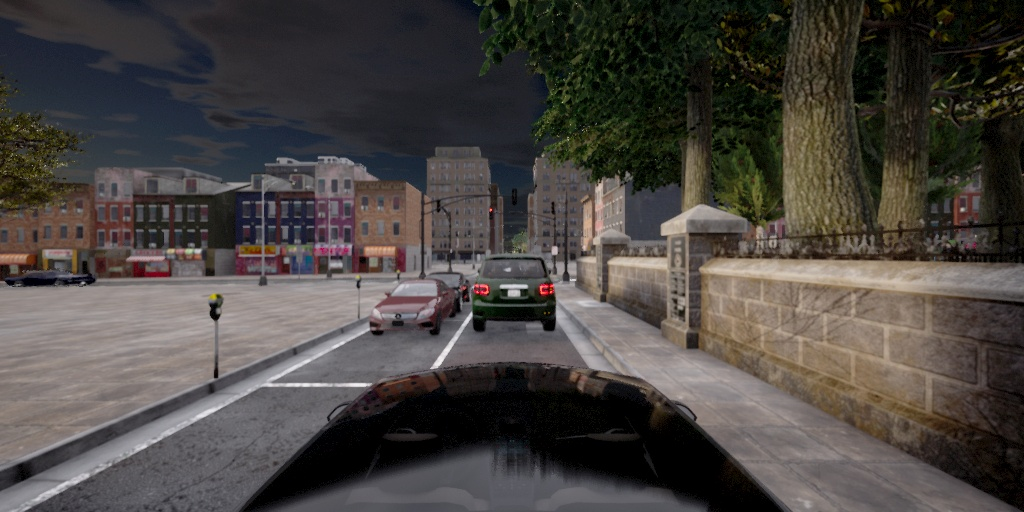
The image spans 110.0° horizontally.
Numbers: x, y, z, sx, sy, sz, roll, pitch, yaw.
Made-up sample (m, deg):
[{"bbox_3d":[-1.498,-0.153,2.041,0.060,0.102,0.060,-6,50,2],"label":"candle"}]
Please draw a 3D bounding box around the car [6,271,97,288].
[{"bbox_3d":[-34.372,1.745,26.882,4.718,1.301,1.895,-1,0,0],"label":"car"}]

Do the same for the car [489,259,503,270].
[{"bbox_3d":[-2.281,1.204,51.571,1.812,1.442,4.674,0,0,0],"label":"car"}]

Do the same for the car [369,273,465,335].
[{"bbox_3d":[-2.638,1.321,10.379,1.802,1.307,4.207,0,0,0],"label":"car"}]

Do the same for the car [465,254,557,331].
[{"bbox_3d":[0.076,0.960,11.058,2.150,2.045,5.566,0,0,1],"label":"car"}]
